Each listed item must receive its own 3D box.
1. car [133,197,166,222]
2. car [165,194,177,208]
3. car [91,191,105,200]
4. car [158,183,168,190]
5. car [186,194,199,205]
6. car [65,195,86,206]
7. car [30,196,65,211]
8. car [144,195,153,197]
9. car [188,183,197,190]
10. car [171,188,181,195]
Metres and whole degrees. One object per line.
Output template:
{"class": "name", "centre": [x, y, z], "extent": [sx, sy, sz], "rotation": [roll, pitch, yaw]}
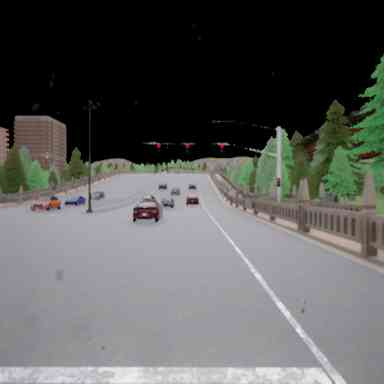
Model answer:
{"class": "car", "centre": [-3.405, 1.457, 26.301], "extent": [1.882, 1.535, 5.008], "rotation": [0, 0, 0]}
{"class": "car", "centre": [-3.409, 1.456, 46.502], "extent": [2.033, 1.411, 5.357], "rotation": [0, 1, 0]}
{"class": "car", "centre": [-17.510, 0.615, 61.344], "extent": [2.128, 1.511, 4.902], "rotation": [0, 5, 1]}
{"class": "car", "centre": [-6.868, -1.380, 78.775], "extent": [1.837, 1.490, 4.892], "rotation": [0, 7, 0]}
{"class": "car", "centre": [0.106, 1.131, 53.451], "extent": [1.882, 1.535, 5.008], "rotation": [0, 3, 0]}
{"class": "car", "centre": [-17.569, 1.275, 50.166], "extent": [1.882, 1.535, 5.008], "rotation": [0, 2, 0]}
{"class": "car", "centre": [-17.583, 1.311, 40.148], "extent": [2.097, 1.767, 4.553], "rotation": [0, 0, 0]}
{"class": "car", "centre": [-6.909, 1.207, 52.944], "extent": [1.812, 1.442, 4.674], "rotation": [0, 3, 0]}
{"class": "car", "centre": [0.129, -1.328, 78.324], "extent": [1.837, 1.490, 4.892], "rotation": [0, 7, 0]}
{"class": "car", "centre": [-3.406, -0.134, 69.213], "extent": [2.033, 1.411, 5.357], "rotation": [0, 7, 1]}
